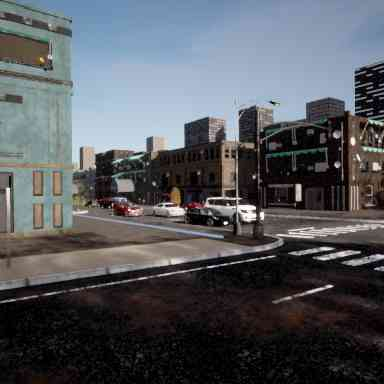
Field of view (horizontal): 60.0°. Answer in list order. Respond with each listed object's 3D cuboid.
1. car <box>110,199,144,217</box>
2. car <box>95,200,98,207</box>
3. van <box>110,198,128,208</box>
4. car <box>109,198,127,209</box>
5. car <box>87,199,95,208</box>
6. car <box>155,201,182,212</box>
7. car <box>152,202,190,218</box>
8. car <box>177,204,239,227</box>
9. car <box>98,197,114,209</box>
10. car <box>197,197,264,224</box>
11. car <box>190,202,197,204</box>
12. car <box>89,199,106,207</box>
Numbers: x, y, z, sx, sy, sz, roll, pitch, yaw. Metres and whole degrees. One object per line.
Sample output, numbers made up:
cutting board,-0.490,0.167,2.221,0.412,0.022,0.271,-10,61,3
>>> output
car,-6.894,1.846,36.251,1.967,1.590,4.097,-1,0,-36
car,-16.171,1.939,63.641,2.192,1.841,5.009,-1,0,-36
van,-12.952,1.906,59.138,1.690,1.788,3.998,-1,0,-36
car,-8.584,1.931,43.112,1.882,1.535,5.008,-1,0,-35
car,-19.197,2.158,63.446,2.128,1.511,4.902,-1,0,-36
car,-3.291,1.965,45.629,1.802,1.307,4.206,-2,0,-36
car,-2.541,1.862,34.640,1.812,1.442,4.674,-1,0,-35
car,1.079,1.814,24.891,1.947,1.339,4.313,-2,0,-36
car,-13.423,2.066,55.365,1.837,1.490,4.892,-1,0,-36
car,3.160,1.445,26.655,2.150,2.045,5.566,-1,0,-35
car,-0.074,1.903,41.126,1.802,1.307,4.206,-2,0,-36
car,-19.384,2.227,68.145,1.887,1.381,4.507,-1,0,-36
